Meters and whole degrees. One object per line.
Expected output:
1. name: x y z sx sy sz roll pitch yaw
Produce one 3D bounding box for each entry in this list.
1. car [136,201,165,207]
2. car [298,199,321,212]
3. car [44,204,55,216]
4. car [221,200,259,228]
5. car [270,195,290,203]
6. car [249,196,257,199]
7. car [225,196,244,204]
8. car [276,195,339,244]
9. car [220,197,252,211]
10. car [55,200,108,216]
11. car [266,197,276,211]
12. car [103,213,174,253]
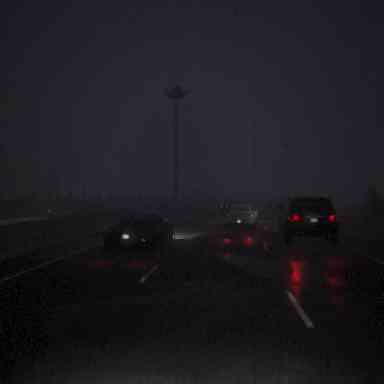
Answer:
1. car: -3.946 1.606 34.146 1.895 1.301 4.718 0 0 22
2. car: 13.684 1.548 38.626 1.994 1.385 4.181 0 0 28
3. car: -12.022 1.496 32.176 2.128 1.511 4.902 0 0 19
4. car: 3.376 1.521 22.095 1.812 1.442 4.674 0 0 14
5. car: 18.068 1.474 68.339 1.837 1.490 4.892 0 0 45
6. car: 11.522 1.620 66.452 1.812 1.442 4.674 -1 0 41
7. car: 8.830 1.631 68.656 1.994 1.385 4.181 0 0 39
8. car: 5.433 1.220 15.962 2.150 2.045 5.566 0 0 12
9. car: 4.616 1.546 36.126 2.033 1.411 5.357 0 0 24
10. car: -9.299 1.491 29.284 2.128 1.511 4.902 0 0 18
11. car: 10.299 1.540 39.772 2.033 1.411 5.357 0 0 27
12. car: -2.032 1.556 13.773 1.994 1.385 4.181 0 0 9
